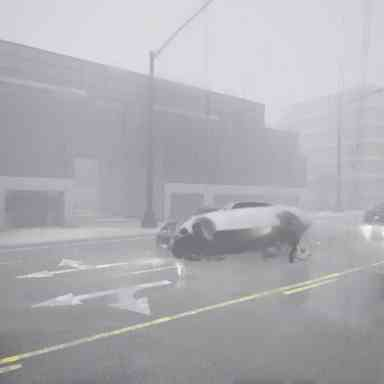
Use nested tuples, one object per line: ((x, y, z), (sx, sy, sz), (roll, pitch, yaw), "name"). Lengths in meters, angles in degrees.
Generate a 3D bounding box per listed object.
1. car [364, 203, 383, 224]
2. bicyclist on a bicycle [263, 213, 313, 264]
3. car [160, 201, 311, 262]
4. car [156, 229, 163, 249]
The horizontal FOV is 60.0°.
((13.149, 1.407, 21.908), (4.181, 1.385, 1.994), (0, 0, -35), "car")
((2.940, 1.457, 10.402), (1.656, 1.620, 0.582), (-9, 1, -8), "bicyclist on a bicycle")
((1.576, 1.184, 10.884), (4.674, 1.442, 1.812), (-3, -35, -16), "car")
((0.845, 1.342, 13.194), (4.553, 1.767, 2.097), (0, 0, -36), "car")
